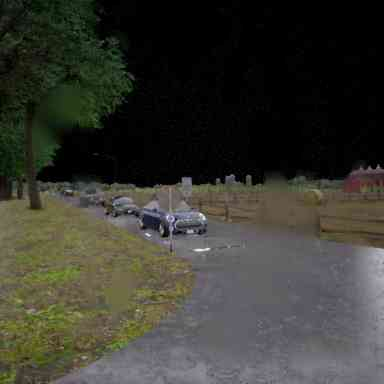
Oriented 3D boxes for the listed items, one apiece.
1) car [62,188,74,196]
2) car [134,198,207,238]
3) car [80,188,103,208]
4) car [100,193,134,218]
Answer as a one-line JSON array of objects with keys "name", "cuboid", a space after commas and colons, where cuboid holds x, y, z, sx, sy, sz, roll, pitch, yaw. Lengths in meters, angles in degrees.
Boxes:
[{"name": "car", "cuboid": [-32.137, 0.253, 86.849, 1.882, 1.535, 5.008, -1, 1, -26]}, {"name": "car", "cuboid": [-1.055, 1.115, 16.557, 2.097, 1.767, 4.553, -1, 1, -26]}, {"name": "car", "cuboid": [-11.293, 0.625, 37.584, 2.150, 2.045, 5.566, -1, 2, -26]}, {"name": "car", "cuboid": [-5.432, 1.107, 25.544, 1.837, 1.490, 4.892, -1, 1, -26]}]
